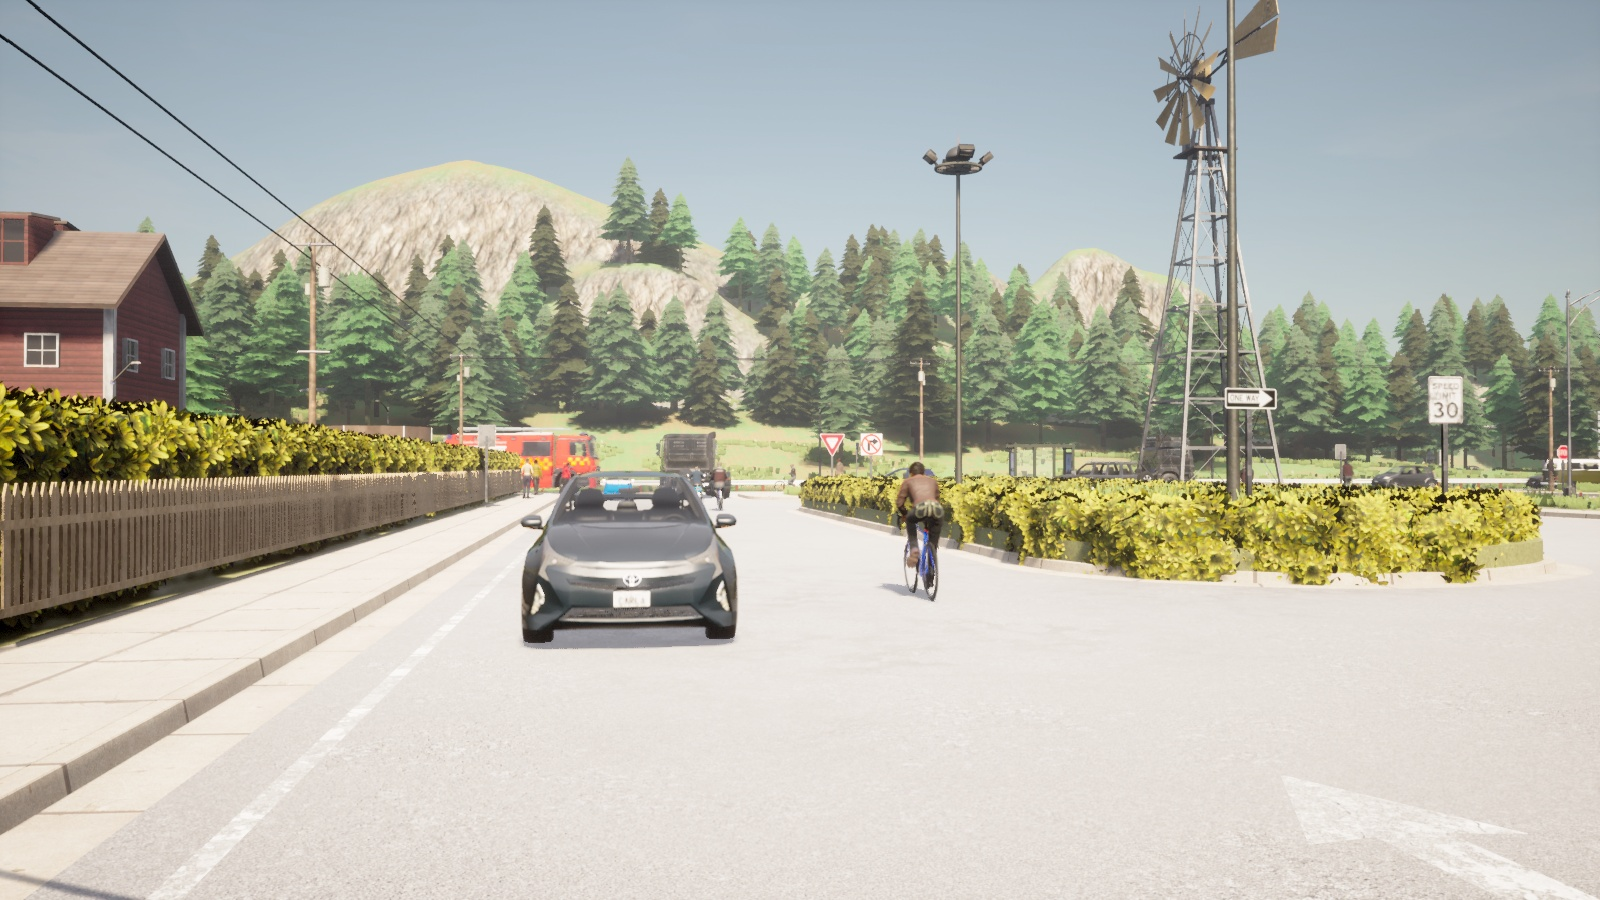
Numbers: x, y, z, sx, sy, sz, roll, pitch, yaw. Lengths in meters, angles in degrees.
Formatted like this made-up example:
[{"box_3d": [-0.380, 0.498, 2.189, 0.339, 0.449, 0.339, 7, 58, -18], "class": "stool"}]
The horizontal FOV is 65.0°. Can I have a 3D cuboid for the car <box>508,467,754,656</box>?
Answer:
[{"box_3d": [-1.717, 0.946, 12.657, 2.007, 1.525, 4.514, 0, -1, -8], "class": "car"}]

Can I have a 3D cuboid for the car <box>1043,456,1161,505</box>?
[{"box_3d": [12.093, 1.203, 50.584, 1.932, 1.855, 4.605, 0, -1, -30], "class": "car"}]

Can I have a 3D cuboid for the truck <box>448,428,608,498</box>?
[{"box_3d": [-15.387, 0.741, 71.450, 8.468, 3.827, 2.891, 0, -1, -2], "class": "truck"}]

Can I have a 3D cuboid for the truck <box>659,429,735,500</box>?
[{"box_3d": [-5.481, 0.757, 65.463, 2.891, 3.462, 7.936, 0, -1, -13], "class": "truck"}]

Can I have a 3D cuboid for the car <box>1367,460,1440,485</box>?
[{"box_3d": [39.599, 1.471, 82.435, 3.988, 1.617, 1.851, 0, -1, -10], "class": "car"}]

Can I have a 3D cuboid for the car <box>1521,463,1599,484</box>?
[{"box_3d": [50.941, 1.560, 84.119, 4.181, 1.385, 1.994, 0, -1, -8], "class": "car"}]

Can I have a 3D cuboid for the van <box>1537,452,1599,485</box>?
[{"box_3d": [50.026, 1.178, 80.458, 4.480, 2.038, 2.069, 0, -1, -8], "class": "van"}]

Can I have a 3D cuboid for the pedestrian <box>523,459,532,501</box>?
[{"box_3d": [-12.167, 1.327, 56.049, 0.345, 1.836, 0.594, 0, -1, -10], "class": "pedestrian"}]

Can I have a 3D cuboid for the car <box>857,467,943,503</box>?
[{"box_3d": [4.358, 1.518, 54.319, 3.633, 1.501, 1.845, -1, -1, 7], "class": "car"}]

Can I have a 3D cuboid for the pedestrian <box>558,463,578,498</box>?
[{"box_3d": [-12.251, 1.596, 66.309, 0.899, 1.844, 0.634, 0, -1, -24], "class": "pedestrian"}]

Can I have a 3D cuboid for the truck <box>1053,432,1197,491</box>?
[{"box_3d": [19.659, 0.681, 76.158, 7.936, 3.462, 2.891, 0, -1, -8], "class": "truck"}]

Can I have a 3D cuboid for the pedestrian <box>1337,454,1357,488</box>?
[{"box_3d": [29.436, 1.118, 67.585, 0.634, 1.844, 0.899, 0, -1, -1], "class": "pedestrian"}]

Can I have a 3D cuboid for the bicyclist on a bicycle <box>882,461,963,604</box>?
[{"box_3d": [1.452, 0.958, 15.147, 0.582, 1.620, 1.656, 0, -1, -8], "class": "bicyclist on a bicycle"}]

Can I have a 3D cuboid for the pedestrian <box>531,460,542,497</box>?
[{"box_3d": [-13.166, 1.426, 62.789, 0.431, 1.840, 0.709, 0, -1, -6], "class": "pedestrian"}]
